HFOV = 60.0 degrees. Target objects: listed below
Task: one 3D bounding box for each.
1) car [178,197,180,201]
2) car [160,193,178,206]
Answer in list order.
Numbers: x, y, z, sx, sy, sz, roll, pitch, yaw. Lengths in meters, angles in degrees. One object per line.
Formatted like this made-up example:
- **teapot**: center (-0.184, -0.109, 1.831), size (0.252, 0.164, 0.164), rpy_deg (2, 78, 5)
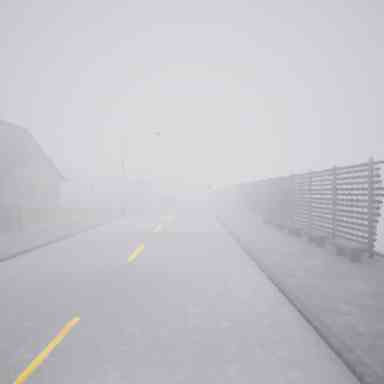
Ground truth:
- **car**: center (-4.022, 1.509, 79.780), size (1.812, 1.442, 4.674), rpy_deg (0, 0, 0)
- **car**: center (-4.016, 1.217, 55.109), size (2.150, 2.045, 5.566), rpy_deg (0, 0, 0)
